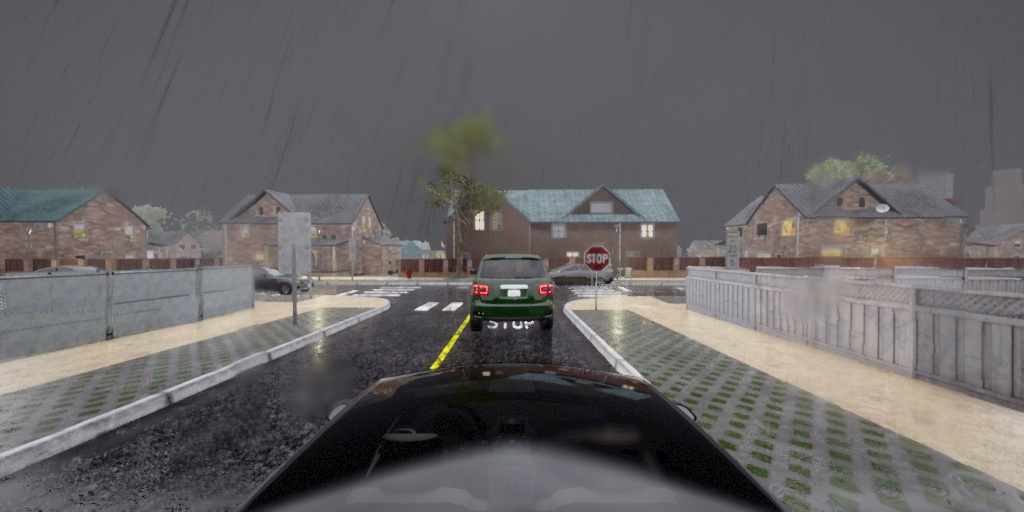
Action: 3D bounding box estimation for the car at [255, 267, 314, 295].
[{"bbox_3d":[-13.137,1.298,19.215,4.674,1.442,1.812,0,1,2],"label":"car"}]

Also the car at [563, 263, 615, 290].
[{"bbox_3d":[3.656,1.191,21.625,4.902,1.511,2.128,0,1,2],"label":"car"}]

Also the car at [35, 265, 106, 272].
[{"bbox_3d":[-23.613,1.245,19.550,5.008,1.535,1.882,0,1,2],"label":"car"}]

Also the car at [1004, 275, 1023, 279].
[{"bbox_3d":[31.499,1.262,21.146,4.181,1.385,1.994,0,1,-4],"label":"car"}]

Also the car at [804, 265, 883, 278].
[{"bbox_3d":[18.663,1.244,21.153,5.357,1.411,2.033,0,1,2],"label":"car"}]

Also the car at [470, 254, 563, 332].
[{"bbox_3d":[-0.124,0.966,11.081,2.150,2.045,5.566,0,0,-4],"label":"car"}]
